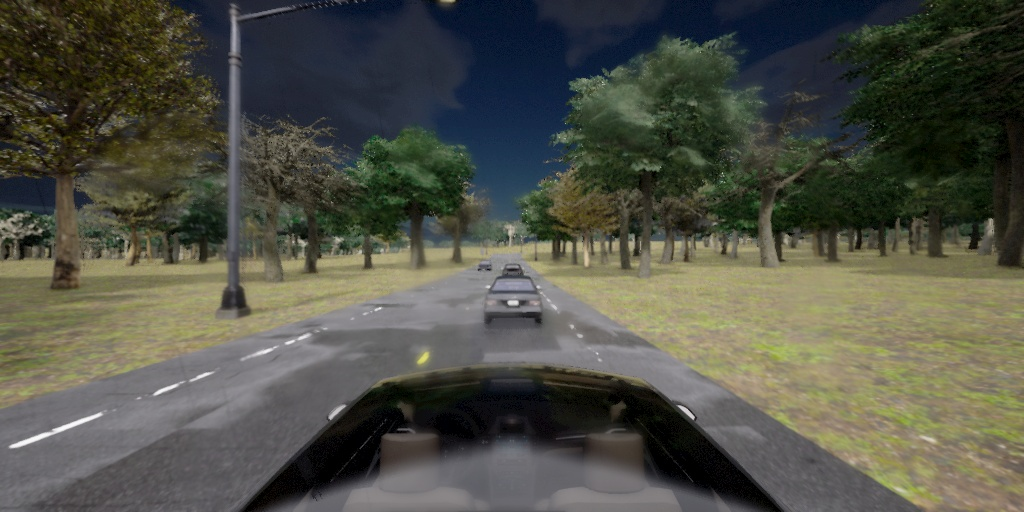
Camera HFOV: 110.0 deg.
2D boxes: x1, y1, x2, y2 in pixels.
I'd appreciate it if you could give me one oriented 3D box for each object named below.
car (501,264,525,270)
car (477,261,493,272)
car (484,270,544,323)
[{"bbox_3d":[0.075,1.440,32.332,1.837,1.490,4.892,0,0,0],"label":"car"},{"bbox_3d":[-3.606,1.357,48.500,2.033,1.411,5.357,0,1,0],"label":"car"},{"bbox_3d":[0.061,1.374,12.485,2.033,1.411,5.357,0,0,0],"label":"car"}]
